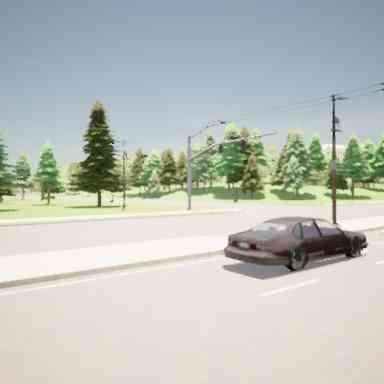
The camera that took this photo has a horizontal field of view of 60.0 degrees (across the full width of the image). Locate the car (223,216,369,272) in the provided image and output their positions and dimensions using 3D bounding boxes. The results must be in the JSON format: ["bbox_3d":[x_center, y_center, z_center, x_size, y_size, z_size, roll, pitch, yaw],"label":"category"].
[{"bbox_3d":[3.472,1.487,10.612,5.357,1.411,2.033,-1,0,-36],"label":"car"}]
